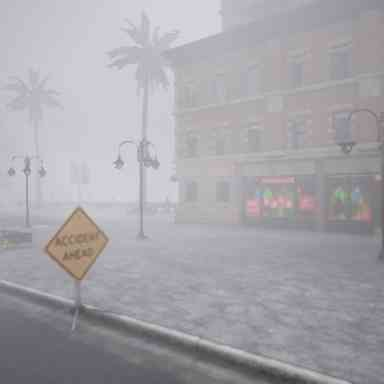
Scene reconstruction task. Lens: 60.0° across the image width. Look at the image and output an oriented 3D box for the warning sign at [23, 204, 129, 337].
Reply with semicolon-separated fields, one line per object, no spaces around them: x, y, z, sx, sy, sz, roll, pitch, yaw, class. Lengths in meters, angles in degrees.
-1.928;1.159;5.612;1.060;1.860;1.300;-1;0;35;warning sign
